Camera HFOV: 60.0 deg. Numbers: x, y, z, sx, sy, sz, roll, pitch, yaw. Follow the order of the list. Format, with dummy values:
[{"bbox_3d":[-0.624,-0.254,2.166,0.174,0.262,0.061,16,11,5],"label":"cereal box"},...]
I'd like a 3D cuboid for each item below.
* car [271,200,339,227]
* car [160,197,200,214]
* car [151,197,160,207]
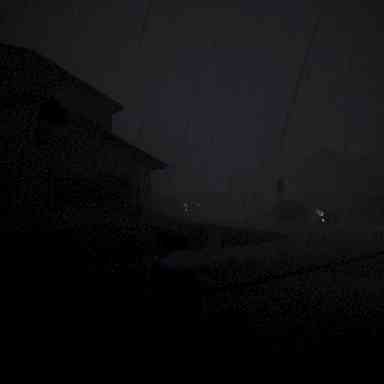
[{"bbox_3d":[7.748,1.348,23.112,2.097,1.767,4.553,0,0,-35],"label":"car"},{"bbox_3d":[-1.094,1.347,35.652,2.097,1.767,4.553,0,0,-35],"label":"car"},{"bbox_3d":[-5.906,1.520,49.658,1.812,1.442,4.674,0,0,-36],"label":"car"}]
